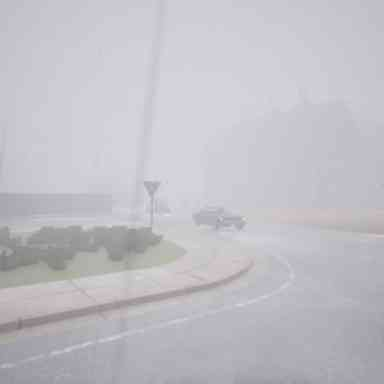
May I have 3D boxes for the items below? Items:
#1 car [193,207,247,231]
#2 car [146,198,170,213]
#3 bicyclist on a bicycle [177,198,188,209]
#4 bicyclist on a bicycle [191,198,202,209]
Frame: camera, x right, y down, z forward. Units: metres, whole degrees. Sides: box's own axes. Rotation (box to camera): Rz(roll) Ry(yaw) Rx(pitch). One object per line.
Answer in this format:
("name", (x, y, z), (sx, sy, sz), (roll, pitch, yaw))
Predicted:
("car", (1.649, 1.623, 21.146), (1.895, 1.301, 4.718), (0, 0, -19))
("car", (-3.862, 1.474, 37.703), (2.097, 1.767, 4.553), (0, 0, -16))
("bicyclist on a bicycle", (-1.344, 1.673, 48.546), (1.656, 1.620, 0.582), (0, 0, -10))
("bicyclist on a bicycle", (0.691, 1.681, 48.537), (1.656, 1.620, 0.582), (0, 0, -11))
